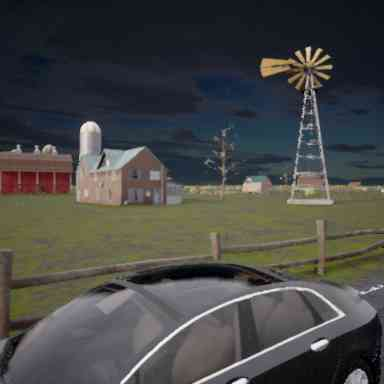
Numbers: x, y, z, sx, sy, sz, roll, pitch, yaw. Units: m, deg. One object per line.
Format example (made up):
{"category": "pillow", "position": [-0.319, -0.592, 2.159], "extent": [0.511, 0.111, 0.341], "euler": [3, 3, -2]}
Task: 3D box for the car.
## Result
{"category": "car", "position": [-0.184, 1.499, 2.939], "extent": [4.892, 1.490, 1.837], "euler": [0, 0, -35]}
